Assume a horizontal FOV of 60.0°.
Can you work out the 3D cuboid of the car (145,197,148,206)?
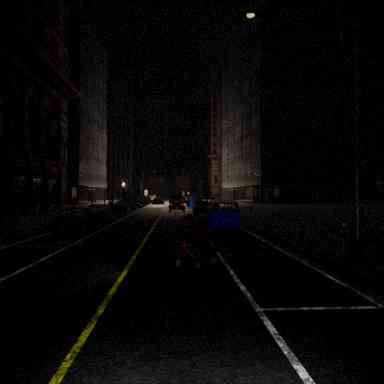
[{"bbox_3d":[-8.379,1.637,52.111,1.887,1.381,4.507,1,0,-3],"label":"car"}]

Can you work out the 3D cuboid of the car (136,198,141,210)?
[{"bbox_3d":[-7.834,1.607,41.206,2.008,1.369,4.403,1,0,-3],"label":"car"}]

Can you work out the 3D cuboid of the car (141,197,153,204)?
[{"bbox_3d":[-9.197,1.735,68.468,1.947,1.339,4.313,1,0,-3],"label":"car"}]

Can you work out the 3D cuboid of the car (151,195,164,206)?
[{"bbox_3d":[-5.952,1.684,59.112,1.994,1.385,4.181,0,0,-3],"label":"car"}]

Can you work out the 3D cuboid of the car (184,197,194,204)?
[{"bbox_3d":[-0.683,1.750,68.889,1.802,1.307,4.206,0,0,-3],"label":"car"}]

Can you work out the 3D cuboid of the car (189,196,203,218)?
[{"bbox_3d":[1.228,1.347,30.719,2.192,1.841,5.009,1,0,-3],"label":"car"}]

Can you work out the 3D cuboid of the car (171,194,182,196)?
[{"bbox_3d":[-2.296,1.303,49.613,2.150,2.045,5.566,0,0,-3],"label":"car"}]

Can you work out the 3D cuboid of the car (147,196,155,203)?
[{"bbox_3d":[-9.733,1.760,79.203,1.752,1.417,4.829,0,0,-3],"label":"car"}]

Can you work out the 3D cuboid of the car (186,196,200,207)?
[{"bbox_3d":[0.136,1.532,52.532,1.967,1.590,4.097,1,0,-3],"label":"car"}]

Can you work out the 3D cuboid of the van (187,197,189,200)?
[{"bbox_3d":[0.410,1.413,47.079,1.690,1.788,3.998,1,0,-3],"label":"van"}]

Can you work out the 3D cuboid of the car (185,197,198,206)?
[{"bbox_3d":[-0.137,1.659,57.984,1.887,1.381,4.507,1,0,-3],"label":"car"}]

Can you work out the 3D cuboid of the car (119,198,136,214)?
[{"bbox_3d":[-7.562,1.594,35.753,2.008,1.369,4.403,1,0,-3],"label":"car"}]

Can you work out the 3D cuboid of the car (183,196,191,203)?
[{"bbox_3d":[-1.227,1.780,79.795,1.887,1.381,4.507,0,0,-3],"label":"car"}]

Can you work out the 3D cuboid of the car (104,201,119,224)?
[{"bbox_3d":[-7.017,1.572,24.847,2.008,1.369,4.403,1,0,-3],"label":"car"}]

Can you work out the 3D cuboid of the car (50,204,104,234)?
[{"bbox_3d":[-6.744,1.559,19.395,1.887,1.381,4.507,1,0,-3],"label":"car"}]

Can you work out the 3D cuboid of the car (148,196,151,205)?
[{"bbox_3d":[-8.652,1.696,57.563,1.802,1.307,4.206,1,0,-3],"label":"car"}]

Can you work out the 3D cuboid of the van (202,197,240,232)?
[{"bbox_3d":[1.773,1.355,19.811,1.690,1.788,3.998,1,0,-3],"label":"van"}]

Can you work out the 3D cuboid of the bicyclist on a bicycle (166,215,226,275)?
[{"bbox_3d":[0.093,1.456,9.066,1.656,1.620,0.582,-2,0,-3],"label":"bicyclist on a bicycle"}]

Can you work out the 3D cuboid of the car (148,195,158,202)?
[{"bbox_3d":[-10.012,1.588,84.827,2.192,1.841,5.009,0,0,-3],"label":"car"}]

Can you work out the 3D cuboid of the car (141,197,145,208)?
[{"bbox_3d":[-8.105,1.513,46.659,1.967,1.590,4.097,1,0,-3],"label":"car"}]

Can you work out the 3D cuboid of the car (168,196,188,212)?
[{"bbox_3d":[-1.790,1.577,39.353,1.812,1.442,4.674,0,0,-3],"label":"car"}]
